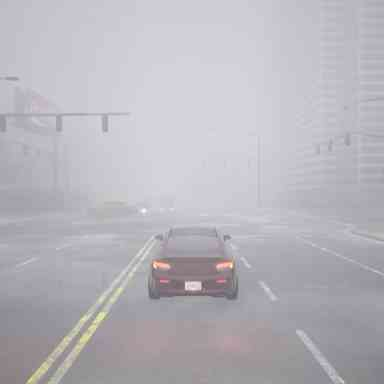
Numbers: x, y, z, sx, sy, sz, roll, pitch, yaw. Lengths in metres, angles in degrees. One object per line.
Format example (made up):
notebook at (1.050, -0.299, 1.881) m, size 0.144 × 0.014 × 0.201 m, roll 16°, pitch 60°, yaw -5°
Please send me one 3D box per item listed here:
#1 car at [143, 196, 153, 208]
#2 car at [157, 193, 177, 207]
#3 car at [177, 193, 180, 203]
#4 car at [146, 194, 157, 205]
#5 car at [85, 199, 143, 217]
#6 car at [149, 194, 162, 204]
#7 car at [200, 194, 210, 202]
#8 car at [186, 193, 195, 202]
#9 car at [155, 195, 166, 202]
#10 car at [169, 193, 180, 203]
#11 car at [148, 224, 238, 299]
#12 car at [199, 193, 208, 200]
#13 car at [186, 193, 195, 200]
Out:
car at (-7.304, 1.612, 48.199) m, size 1.895 × 1.301 × 4.718 m, roll 0°, pitch 0°, yaw 0°
car at (-3.856, 1.234, 51.276) m, size 2.150 × 2.045 × 5.566 m, roll 0°, pitch 0°, yaw -4°
car at (-3.838, 1.236, 61.633) m, size 2.150 × 2.045 × 5.566 m, roll 0°, pitch 0°, yaw 0°
car at (-7.338, 1.539, 57.025) m, size 1.812 × 1.442 × 4.674 m, roll 0°, pitch 0°, yaw 0°
car at (-7.490, 1.485, 31.344) m, size 5.008 × 1.535 × 1.882 m, roll 0°, pitch 0°, yaw -1°
car at (-7.324, 1.368, 67.078) m, size 2.097 × 1.767 × 4.553 m, roll 0°, pitch 0°, yaw 0°
car at (3.150, 1.534, 78.112) m, size 2.128 × 1.511 × 4.902 m, roll 0°, pitch 0°, yaw 0°
car at (-0.352, 1.603, 78.479) m, size 1.895 × 1.301 × 4.718 m, roll 0°, pitch 0°, yaw 0°
car at (-7.347, 1.544, 77.492) m, size 2.128 × 1.511 × 4.902 m, roll 0°, pitch 0°, yaw 0°
car at (-3.822, 1.242, 72.062) m, size 2.150 × 2.045 × 5.566 m, roll 0°, pitch 0°, yaw 0°
car at (0.028, 1.528, 8.303) m, size 1.812 × 1.442 × 4.674 m, roll 0°, pitch 0°, yaw 0°
car at (3.103, 1.205, 88.400) m, size 2.097 × 1.767 × 4.553 m, roll 0°, pitch 0°, yaw 0°
car at (-0.397, 1.205, 88.384) m, size 2.097 × 1.767 × 4.553 m, roll 0°, pitch 0°, yaw 0°
